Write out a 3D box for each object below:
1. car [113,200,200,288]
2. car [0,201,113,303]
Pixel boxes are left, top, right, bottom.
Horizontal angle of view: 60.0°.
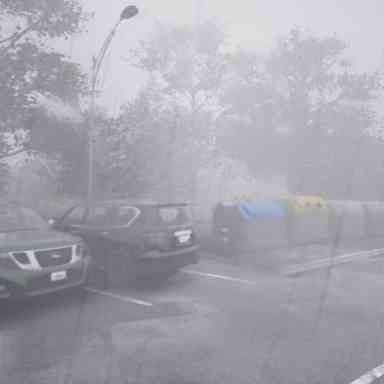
[{"bbox_3d":[-2.400,1.257,9.496,5.566,2.045,2.435,-1,-1,35],"label":"car"},{"bbox_3d":[-4.754,1.237,7.754,5.566,2.045,2.435,-1,-1,34],"label":"car"}]
